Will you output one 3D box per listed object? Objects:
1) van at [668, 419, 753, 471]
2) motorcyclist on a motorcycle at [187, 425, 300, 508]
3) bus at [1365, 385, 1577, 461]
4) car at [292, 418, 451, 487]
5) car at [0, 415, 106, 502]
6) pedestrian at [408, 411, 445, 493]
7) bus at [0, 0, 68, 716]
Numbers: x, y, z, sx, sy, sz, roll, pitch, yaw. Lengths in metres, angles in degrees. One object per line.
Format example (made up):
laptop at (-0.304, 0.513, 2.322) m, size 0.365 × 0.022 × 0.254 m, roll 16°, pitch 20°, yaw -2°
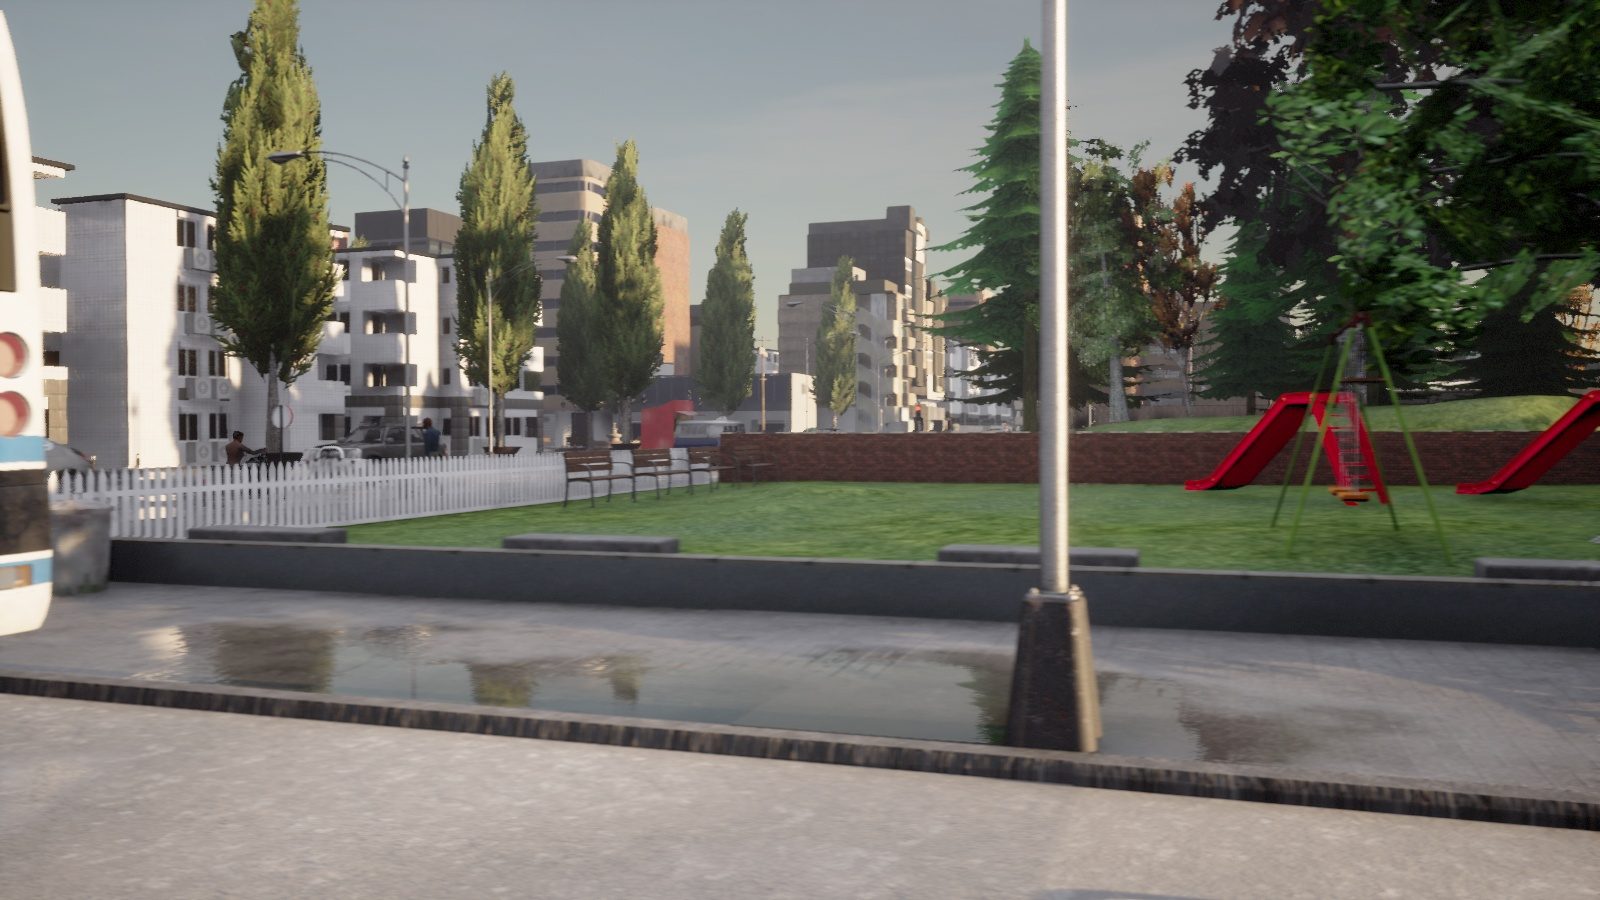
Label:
van at (-3.490, -0.232, 49.845) m, size 1.775 × 1.987 × 4.442 m, roll 1°, pitch 1°, yaw 19°
motorcyclist on a motorcycle at (-11.534, 0.315, 26.123) m, size 0.766 × 1.649 × 2.350 m, roll 1°, pitch 1°, yaw 19°
bus at (38.776, -1.575, 73.109) m, size 10.273 × 4.253 × 3.944 m, roll 0°, pitch 1°, yaw 16°
car at (-12.285, 0.014, 36.352) m, size 1.932 × 1.855 × 4.605 m, roll 1°, pitch 1°, yaw 19°
car at (-16.373, 0.155, 24.283) m, size 2.152 × 1.651 × 5.027 m, roll 1°, pitch 1°, yaw 19°
pedestrian at (-8.443, 0.042, 28.398) m, size 0.726 × 1.835 × 0.370 m, roll 1°, pitch 1°, yaw 25°
bus at (-9.678, -0.699, 7.099) m, size 10.273 × 4.253 × 3.944 m, roll 1°, pitch 2°, yaw 21°
